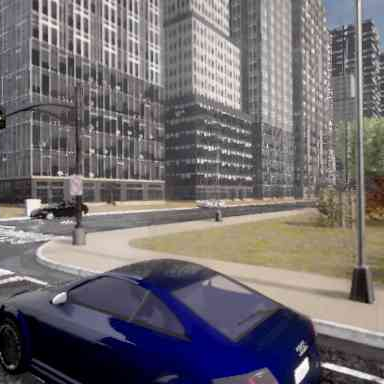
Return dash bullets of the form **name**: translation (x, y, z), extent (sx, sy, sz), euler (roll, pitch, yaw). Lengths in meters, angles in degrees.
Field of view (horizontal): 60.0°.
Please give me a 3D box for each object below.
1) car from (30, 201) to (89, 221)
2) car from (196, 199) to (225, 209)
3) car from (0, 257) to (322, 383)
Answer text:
- **car**: translation (-11.126, 1.539, 28.162), extent (1.837, 1.490, 4.892), euler (-1, 1, 37)
- **car**: translation (2.579, 1.668, 46.304), extent (1.895, 1.301, 4.718), euler (-1, -1, 37)
- **car**: translation (-0.650, 1.558, 4.147), extent (4.181, 1.385, 1.994), euler (0, 0, 36)
